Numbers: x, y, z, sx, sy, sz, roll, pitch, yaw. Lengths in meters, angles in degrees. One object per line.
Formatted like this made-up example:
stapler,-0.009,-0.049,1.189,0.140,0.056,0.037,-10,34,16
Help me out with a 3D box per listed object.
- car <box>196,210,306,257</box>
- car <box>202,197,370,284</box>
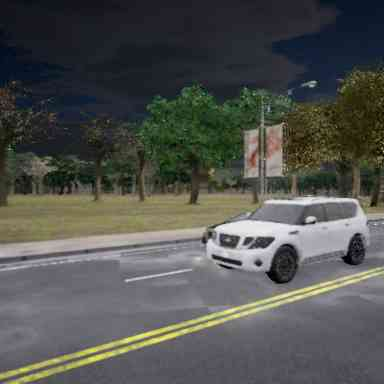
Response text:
car,2.446,1.526,13.423,4.181,1.385,1.994,0,0,-36
car,3.070,1.188,9.876,5.566,2.045,2.150,0,0,-36
